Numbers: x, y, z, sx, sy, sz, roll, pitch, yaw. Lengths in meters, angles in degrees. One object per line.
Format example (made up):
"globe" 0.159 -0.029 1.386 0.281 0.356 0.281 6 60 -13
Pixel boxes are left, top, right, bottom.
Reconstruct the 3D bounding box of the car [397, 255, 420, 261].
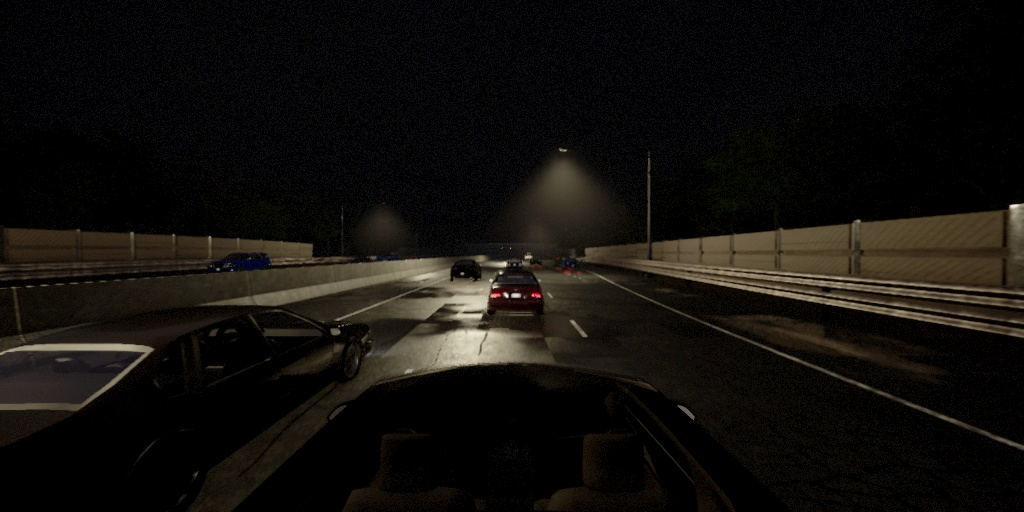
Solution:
"car" -13.783 0.833 49.478 1.882 1.535 5.008 0 0 1

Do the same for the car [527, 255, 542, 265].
"car" 3.912 0.891 60.103 1.895 1.301 4.718 0 0 1

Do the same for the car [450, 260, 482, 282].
"car" -3.308 1.007 26.509 1.882 1.535 5.008 0 0 0

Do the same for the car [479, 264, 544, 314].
"car" 0.126 1.195 13.121 2.033 1.411 5.357 0 1 0

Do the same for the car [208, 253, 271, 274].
"car" -23.725 0.708 31.551 2.150 2.045 5.566 0 0 -3

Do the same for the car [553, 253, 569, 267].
"car" 7.324 0.559 52.825 2.150 2.045 5.566 0 0 1

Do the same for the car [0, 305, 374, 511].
"car" -3.396 1.277 3.977 2.033 1.411 5.357 0 1 0

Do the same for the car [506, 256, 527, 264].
"car" 0.298 0.967 40.598 2.033 1.411 5.357 0 0 1

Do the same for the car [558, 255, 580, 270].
"car" 7.094 0.925 43.583 1.812 1.442 4.674 0 0 2

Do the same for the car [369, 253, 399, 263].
"car" -17.274 0.576 49.865 2.150 2.045 5.566 0 0 1

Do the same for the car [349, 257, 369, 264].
"car" -20.773 0.859 49.768 1.837 1.490 4.892 0 0 1
